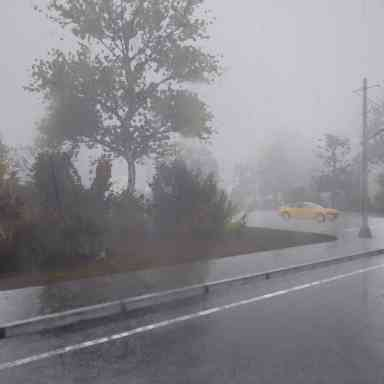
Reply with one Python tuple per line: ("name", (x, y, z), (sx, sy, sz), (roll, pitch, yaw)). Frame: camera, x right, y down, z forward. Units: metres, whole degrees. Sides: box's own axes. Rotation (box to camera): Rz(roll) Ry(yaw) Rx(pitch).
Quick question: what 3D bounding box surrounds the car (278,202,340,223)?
("car", (9.339, 1.566, 26.882), (1.882, 1.535, 5.008), (0, -1, -39))
